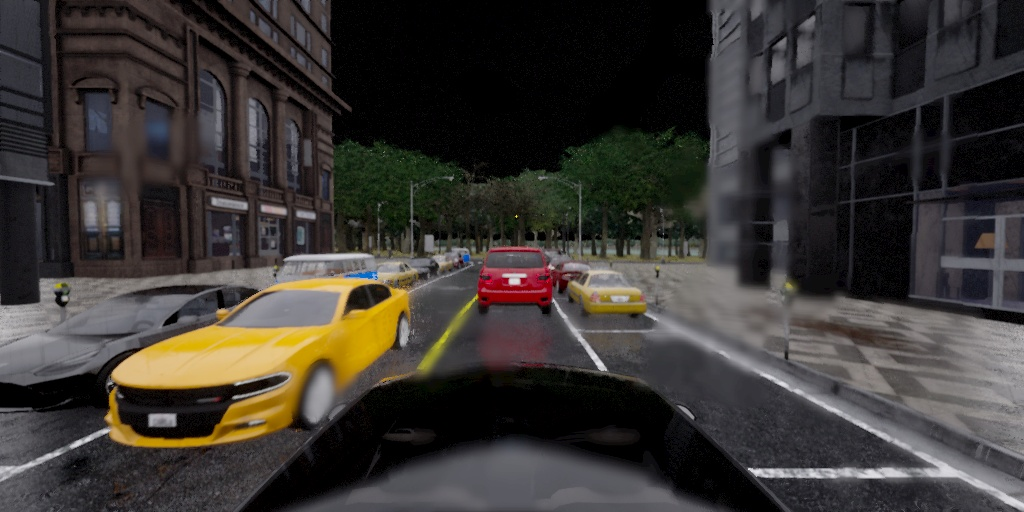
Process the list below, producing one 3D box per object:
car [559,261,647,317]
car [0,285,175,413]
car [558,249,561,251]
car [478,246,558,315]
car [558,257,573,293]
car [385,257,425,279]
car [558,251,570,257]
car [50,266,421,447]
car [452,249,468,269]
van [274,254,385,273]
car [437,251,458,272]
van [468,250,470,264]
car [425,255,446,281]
[{"bbox_3d":[2.808,1.011,11.612,1.751,1.417,4.829,0,0,0],"label":"car"},{"bbox_3d":[-5.746,1.196,6.051,1.948,1.339,4.313,0,0,0],"label":"car"},{"bbox_3d":[2.893,0.360,27.749,2.192,1.841,5.009,0,0,0],"label":"car"},{"bbox_3d":[0.137,0.686,12.260,2.150,2.045,5.566,0,2,2],"label":"car"},{"bbox_3d":[2.836,0.884,16.878,1.888,1.381,4.507,0,0,0],"label":"car"},{"bbox_3d":[-5.690,0.861,16.753,1.751,1.417,4.829,0,0,0],"label":"car"},{"bbox_3d":[2.865,0.632,22.313,1.967,1.591,4.097,0,0,0],"label":"car"},{"bbox_3d":[-3.086,1.119,5.668,1.882,1.535,5.008,0,2,0],"label":"car"},{"bbox_3d":[-5.603,0.336,33.229,1.967,1.591,4.097,0,0,0],"label":"car"},{"bbox_3d":[-5.718,0.824,11.487,1.690,1.789,3.998,0,0,0],"label":"van"},{"bbox_3d":[-5.633,0.568,27.624,1.751,1.417,4.829,0,0,0],"label":"car"},{"bbox_3d":[-5.575,0.091,38.665,1.690,1.789,3.998,0,0,0],"label":"van"},{"bbox_3d":[-5.661,0.754,22.358,1.948,1.339,4.313,0,0,0],"label":"car"}]
